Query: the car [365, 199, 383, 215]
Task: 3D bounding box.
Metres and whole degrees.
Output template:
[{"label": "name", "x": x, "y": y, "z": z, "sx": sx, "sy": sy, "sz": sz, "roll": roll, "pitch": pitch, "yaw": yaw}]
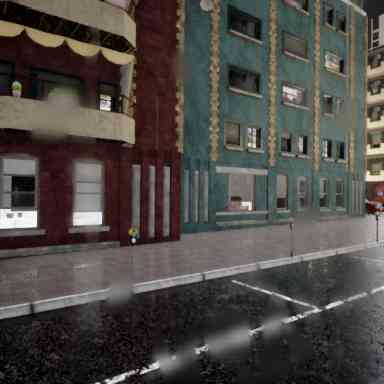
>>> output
[{"label": "car", "x": 15.666, "y": 1.239, "z": 32.182, "sx": 2.192, "sy": 1.841, "sz": 5.009, "roll": 1, "pitch": 0, "yaw": -36}]
